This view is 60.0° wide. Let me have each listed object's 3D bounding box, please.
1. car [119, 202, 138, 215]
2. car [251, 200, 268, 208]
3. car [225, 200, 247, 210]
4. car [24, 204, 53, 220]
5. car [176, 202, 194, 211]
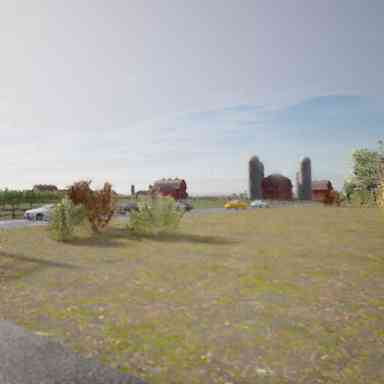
[{"bbox_3d":[-7.931,2.002,40.565,2.128,1.511,4.902,-2,-1,36],"label":"car"},{"bbox_3d":[12.832,2.295,63.290,1.812,1.442,4.674,-2,-2,36],"label":"car"},{"bbox_3d":[7.395,2.143,55.676,1.882,1.535,5.008,-2,-2,37],"label":"car"},{"bbox_3d":[-13.831,1.927,32.358,1.812,1.442,4.674,-2,-2,36],"label":"car"},{"bbox_3d":[-1.848,2.172,49.018,2.033,1.411,5.357,-2,-2,36],"label":"car"}]
